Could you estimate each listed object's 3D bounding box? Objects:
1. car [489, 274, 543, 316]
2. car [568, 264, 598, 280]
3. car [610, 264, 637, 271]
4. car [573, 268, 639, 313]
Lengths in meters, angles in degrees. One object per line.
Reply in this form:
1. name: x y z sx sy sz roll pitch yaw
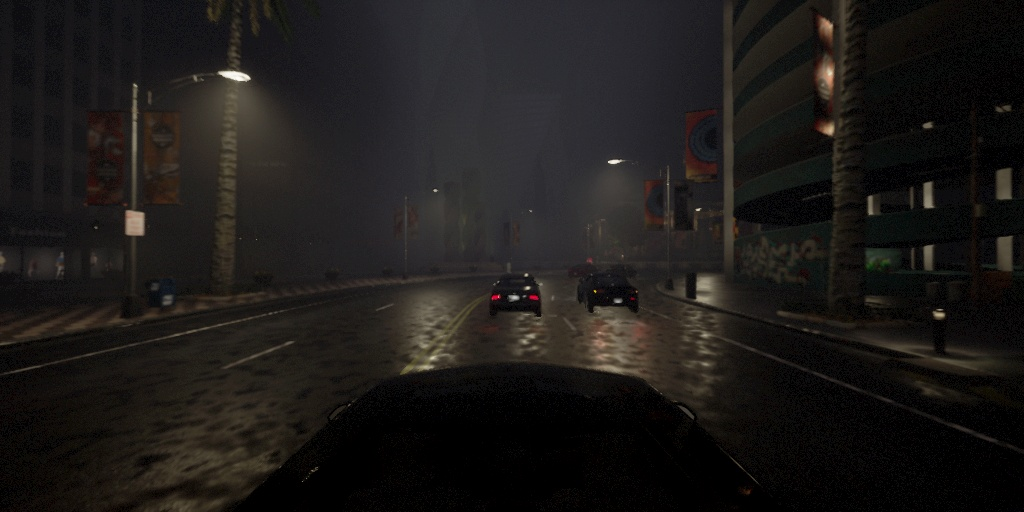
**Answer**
1. car: 0.221 1.397 13.912 2.033 1.411 5.357 0 0 3
2. car: 7.259 1.502 35.219 1.882 1.535 5.008 -1 -1 34
3. car: 10.385 1.516 33.631 1.837 1.490 4.892 -1 -1 35
4. car: 3.779 1.381 14.603 1.812 1.442 4.674 0 0 3
